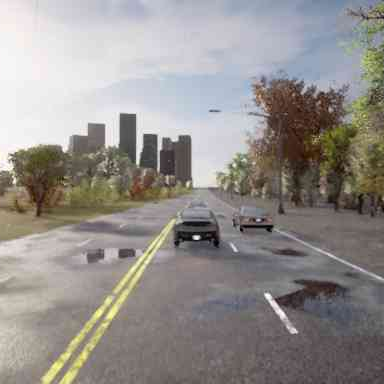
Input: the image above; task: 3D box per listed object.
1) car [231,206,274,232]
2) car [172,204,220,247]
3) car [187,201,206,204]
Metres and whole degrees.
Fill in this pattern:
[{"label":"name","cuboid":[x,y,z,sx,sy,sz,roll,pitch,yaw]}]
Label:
[{"label":"car","cuboid":[3.509,1.549,19.943,2.033,1.411,5.357,0,0,1]},{"label":"car","cuboid":[0.192,1.463,14.790,1.837,1.490,4.892,0,-1,1]},{"label":"car","cuboid":[0.441,1.558,32.643,1.994,1.385,4.181,-1,0,1]}]
